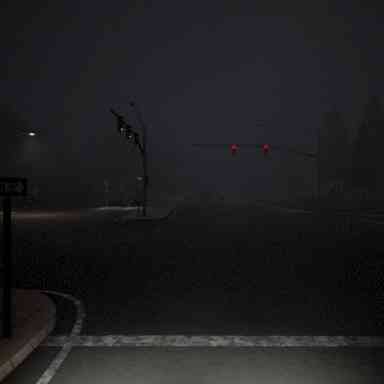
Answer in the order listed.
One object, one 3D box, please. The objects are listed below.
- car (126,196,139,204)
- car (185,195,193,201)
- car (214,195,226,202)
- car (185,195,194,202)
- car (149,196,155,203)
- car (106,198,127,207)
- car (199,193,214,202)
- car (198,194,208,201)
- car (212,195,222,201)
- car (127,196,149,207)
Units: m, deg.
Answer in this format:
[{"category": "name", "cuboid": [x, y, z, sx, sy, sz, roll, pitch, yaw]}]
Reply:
[{"category": "car", "cuboid": [-12.013, 1.525, 67.226, 1.812, 1.442, 4.674, 0, 0, 0]}, {"category": "car", "cuboid": [-0.750, 1.505, 83.492, 1.994, 1.385, 4.181, 0, 0, -1]}, {"category": "car", "cuboid": [6.403, 1.524, 73.534, 1.812, 1.442, 4.674, 0, 0, -1]}, {"category": "car", "cuboid": [-0.590, 1.478, 73.054, 1.882, 1.535, 5.008, 0, 0, -1]}, {"category": "car", "cuboid": [-8.512, 1.546, 67.272, 2.033, 1.411, 5.357, 0, 0, -1]}, {"category": "car", "cuboid": [-11.856, 1.601, 51.460, 1.895, 1.301, 4.718, 0, 0, -1]}, {"category": "car", "cuboid": [2.911, 1.225, 73.019, 2.150, 2.045, 5.566, 0, 0, -1]}, {"category": "car", "cuboid": [2.749, 1.319, 83.541, 2.097, 1.767, 4.553, 0, 0, -1]}, {"category": "car", "cuboid": [6.249, 1.482, 83.610, 2.128, 1.511, 4.902, 0, 0, -1]}, {"category": "car", "cuboid": [-8.357, 1.601, 51.523, 1.895, 1.301, 4.718, 0, 0, -1]}]
